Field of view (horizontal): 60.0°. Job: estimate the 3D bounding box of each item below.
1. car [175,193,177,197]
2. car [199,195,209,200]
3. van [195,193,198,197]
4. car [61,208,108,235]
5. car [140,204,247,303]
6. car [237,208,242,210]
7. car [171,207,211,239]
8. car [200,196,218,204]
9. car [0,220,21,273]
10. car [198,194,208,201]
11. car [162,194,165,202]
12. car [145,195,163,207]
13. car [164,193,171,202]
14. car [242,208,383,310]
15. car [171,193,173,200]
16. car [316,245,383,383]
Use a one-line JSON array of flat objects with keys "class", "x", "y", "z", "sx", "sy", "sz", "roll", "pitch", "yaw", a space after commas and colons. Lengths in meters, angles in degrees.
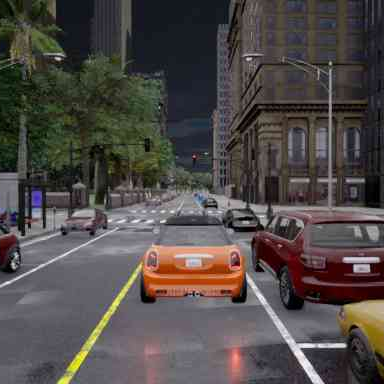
[{"class": "car", "x": -6.263, "y": 1.234, "z": 93.789, "sx": 2.192, "sy": 1.841, "sz": 5.009, "roll": 0, "pitch": 0, "yaw": 0}, {"class": "car", "x": 2.496, "y": 1.541, "z": 50.453, "sx": 1.947, "sy": 1.339, "sz": 4.313, "roll": 0, "pitch": 0, "yaw": 0}, {"class": "van", "x": 2.321, "y": 1.277, "z": 82.975, "sx": 1.690, "sy": 1.788, "sz": 3.998, "roll": 0, "pitch": 0, "yaw": 0}, {"class": "car", "x": -5.859, "y": 1.577, "z": 18.569, "sx": 1.802, "sy": 1.307, "sz": 4.206, "roll": 0, "pitch": 0, "yaw": 0}, {"class": "car", "x": 0.032, "y": 1.351, "z": 8.367, "sx": 2.097, "sy": 1.767, "sz": 4.553, "roll": 0, "pitch": 0, "yaw": 0}, {"class": "car", "x": 2.666, "y": 1.561, "z": 18.597, "sx": 1.947, "sy": 1.339, "sz": 4.313, "roll": 0, "pitch": 0, "yaw": 0}, {"class": "car", "x": -0.032, "y": 1.596, "z": 18.186, "sx": 1.895, "sy": 1.301, "sz": 4.718, "roll": 0, "pitch": 0, "yaw": 0}, {"class": "car", "x": 2.525, "y": 1.545, "z": 45.033, "sx": 1.947, "sy": 1.339, "sz": 4.313, "roll": 0, "pitch": 0, "yaw": 0}, {"class": "car", "x": -5.801, "y": 1.439, "z": 7.716, "sx": 1.967, "sy": 1.590, "sz": 4.097, "roll": 0, "pitch": 0, "yaw": 0}, {"class": "car", "x": 2.466, "y": 1.495, "z": 56.044, "sx": 1.752, "sy": 1.417, "sz": 4.829, "roll": 0, "pitch": 0, "yaw": 0}, {"class": "car", "x": -6.059, "y": 1.410, "z": 55.847, "sx": 1.967, "sy": 1.590, "sz": 4.097, "roll": 0, "pitch": 0, "yaw": 0}, {"class": "car", "x": -6.030, "y": 1.526, "z": 50.427, "sx": 2.008, "sy": 1.369, "sz": 4.403, "roll": 0, "pitch": 0, "yaw": 0}, {"class": "car", "x": -6.146, "y": 1.392, "z": 72.108, "sx": 1.967, "sy": 1.590, "sz": 4.097, "roll": 0, "pitch": 0, "yaw": 0}, {"class": "car", "x": 2.723, "y": 1.314, "z": 7.746, "sx": 2.192, "sy": 1.841, "sz": 5.009, "roll": 0, "pitch": 0, "yaw": 0}, {"class": "car", "x": -6.176, "y": 1.259, "z": 77.529, "sx": 2.192, "sy": 1.841, "sz": 5.009, "roll": 0, "pitch": 0, "yaw": 0}, {"class": "car", "x": 2.752, "y": 1.525, "z": 2.491, "sx": 1.752, "sy": 1.417, "sz": 4.829, "roll": 0, "pitch": 0, "yaw": 0}]
